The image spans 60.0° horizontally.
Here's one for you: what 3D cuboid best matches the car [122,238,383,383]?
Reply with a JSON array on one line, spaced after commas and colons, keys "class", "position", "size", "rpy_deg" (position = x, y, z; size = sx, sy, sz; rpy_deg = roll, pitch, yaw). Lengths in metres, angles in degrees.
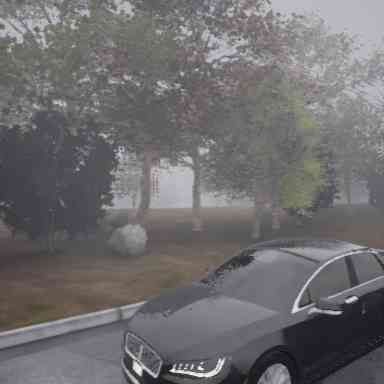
[{"class": "car", "position": [1.442, 1.493, 4.703], "size": [4.892, 1.490, 1.837], "rpy_deg": [0, 0, -35]}]
